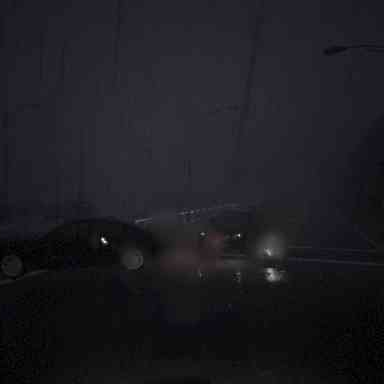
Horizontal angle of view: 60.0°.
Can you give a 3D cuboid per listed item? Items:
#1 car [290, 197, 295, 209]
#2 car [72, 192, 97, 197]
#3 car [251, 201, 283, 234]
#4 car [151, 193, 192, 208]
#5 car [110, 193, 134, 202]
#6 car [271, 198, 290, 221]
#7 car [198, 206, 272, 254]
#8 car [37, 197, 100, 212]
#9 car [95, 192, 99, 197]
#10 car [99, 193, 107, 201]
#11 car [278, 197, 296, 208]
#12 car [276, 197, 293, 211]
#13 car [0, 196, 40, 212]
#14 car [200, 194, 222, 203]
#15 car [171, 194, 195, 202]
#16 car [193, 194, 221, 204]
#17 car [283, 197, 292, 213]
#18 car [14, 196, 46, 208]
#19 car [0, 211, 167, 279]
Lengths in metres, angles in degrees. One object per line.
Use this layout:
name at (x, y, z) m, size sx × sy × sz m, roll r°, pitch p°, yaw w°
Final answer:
car at (9.877, 1.545, 36.495) m, size 1.994 × 1.385 × 4.181 m, roll 0°, pitch 0°, yaw 19°
car at (-18.333, 1.250, 53.743) m, size 4.514 × 1.523 × 2.007 m, roll 0°, pitch 0°, yaw 19°
car at (4.010, 1.490, 19.260) m, size 1.837 × 1.490 × 4.892 m, roll 0°, pitch 0°, yaw 19°
car at (-2.864, 1.075, 41.745) m, size 4.605 × 1.855 × 1.932 m, roll 0°, pitch 0°, yaw 19°
car at (-13.651, 1.047, 65.308) m, size 4.605 × 1.855 × 1.932 m, roll 0°, pitch 0°, yaw 19°
car at (5.934, 1.475, 24.902) m, size 2.128 × 1.511 × 4.902 m, roll 0°, pitch 0°, yaw 19°
car at (1.851, 1.514, 13.856) m, size 1.812 × 1.442 × 4.674 m, roll 0°, pitch 0°, yaw 25°
car at (-8.974, 1.356, 24.194) m, size 3.633 × 1.501 × 1.845 m, roll 0°, pitch 0°, yaw 19°
car at (-21.692, 1.299, 68.001) m, size 3.806 × 1.475 × 1.970 m, roll 0°, pitch 0°, yaw 19°
car at (-20.043, 1.015, 70.952) m, size 3.866 × 1.878 × 1.905 m, roll 0°, pitch 0°, yaw 19°
car at (13.656, 1.469, 47.619) m, size 2.128 × 1.511 × 4.902 m, roll 0°, pitch 0°, yaw 19°
car at (11.762, 1.484, 42.047) m, size 1.837 × 1.490 × 4.892 m, roll 0°, pitch 0°, yaw 19°
car at (-15.041, 1.356, 29.404) m, size 3.806 × 1.475 × 1.970 m, roll 0°, pitch 0°, yaw 19°
car at (3.556, 1.203, 62.923) m, size 3.806 × 1.475 × 1.970 m, roll 0°, pitch 0°, yaw 19°
car at (-1.939, 1.259, 68.659) m, size 4.514 × 1.523 × 2.007 m, roll 0°, pitch 0°, yaw 19°
car at (1.798, 1.127, 56.743) m, size 5.027 × 1.636 × 2.152 m, roll 0°, pitch 0°, yaw 19°
car at (7.824, 1.487, 30.461) m, size 1.837 × 1.490 × 4.892 m, roll 0°, pitch 0°, yaw 19°
car at (-21.589, 1.274, 44.296) m, size 3.633 × 1.501 × 1.845 m, roll 0°, pitch 0°, yaw 19°
car at (-3.261, 1.475, 9.843) m, size 5.008 × 1.535 × 1.882 m, roll 0°, pitch 0°, yaw -15°
